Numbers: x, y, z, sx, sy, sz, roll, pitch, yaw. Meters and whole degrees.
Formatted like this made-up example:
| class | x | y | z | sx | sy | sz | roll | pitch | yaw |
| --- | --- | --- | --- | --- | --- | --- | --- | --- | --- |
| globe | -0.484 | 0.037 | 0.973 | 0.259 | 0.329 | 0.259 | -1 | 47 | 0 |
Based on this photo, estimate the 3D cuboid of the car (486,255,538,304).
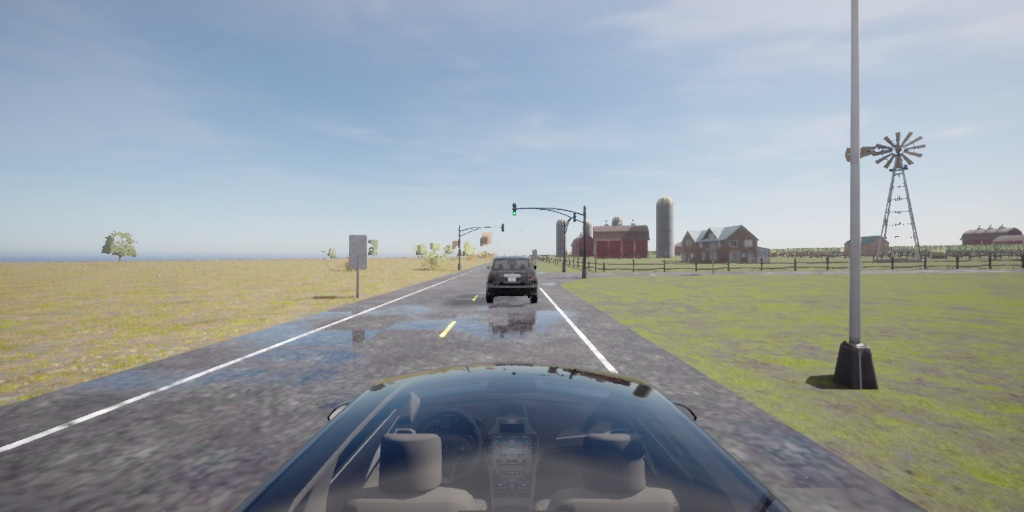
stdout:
| class | x | y | z | sx | sy | sz | roll | pitch | yaw |
| --- | --- | --- | --- | --- | --- | --- | --- | --- | --- |
| car | 0.000 | 1.007 | 16.530 | 2.150 | 2.045 | 5.566 | 0 | 0 | 0 |

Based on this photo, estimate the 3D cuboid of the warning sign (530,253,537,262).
| class | x | y | z | sx | sy | sz | roll | pitch | yaw |
| --- | --- | --- | --- | --- | --- | --- | --- | --- | --- |
| warning sign | 3.550 | 0.824 | 64.319 | 1.300 | 1.860 | 1.060 | 0 | 0 | 0 |
